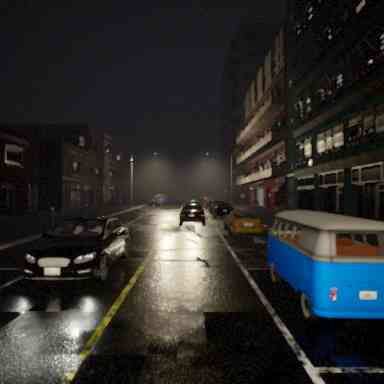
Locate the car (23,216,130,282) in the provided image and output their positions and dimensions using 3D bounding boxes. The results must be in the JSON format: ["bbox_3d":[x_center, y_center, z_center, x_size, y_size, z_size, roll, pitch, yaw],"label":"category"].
[{"bbox_3d":[-3.087,1.498,9.817,2.128,1.511,4.902,0,0,0],"label":"car"}]

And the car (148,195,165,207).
[{"bbox_3d":[-5.673,1.566,51.553,1.947,1.339,4.313,1,0,0],"label":"car"}]

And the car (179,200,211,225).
[{"bbox_3d":[0.043,1.556,23.925,2.033,1.411,5.357,0,0,1],"label":"car"}]

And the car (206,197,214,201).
[{"bbox_3d":[2.705,1.573,34.851,1.947,1.339,4.313,1,0,0],"label":"car"}]

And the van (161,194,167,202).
[{"bbox_3d":[-5.668,1.338,57.133,1.690,1.788,3.998,1,0,0],"label":"van"}]

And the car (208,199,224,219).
[{"bbox_3d":[2.705,1.574,29.270,1.947,1.339,4.313,1,0,0],"label":"car"}]

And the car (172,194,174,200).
[{"bbox_3d":[-5.670,1.523,79.454,1.887,1.381,4.507,1,0,0],"label":"car"}]

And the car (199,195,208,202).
[{"bbox_3d":[2.711,1.529,79.495,2.008,1.369,4.403,1,0,0],"label":"car"}]

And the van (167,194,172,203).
[{"bbox_3d":[-5.667,1.331,68.293,1.690,1.788,3.998,1,0,0],"label":"van"}]

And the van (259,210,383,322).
[{"bbox_3d":[2.705,1.345,6.948,1.690,1.788,3.998,1,0,0],"label":"van"}]

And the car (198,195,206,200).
[{"bbox_3d":[2.711,1.546,90.657,1.802,1.307,4.206,1,0,0],"label":"car"}]

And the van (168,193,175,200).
[{"bbox_3d":[-5.664,1.306,90.615,1.690,1.788,3.998,1,0,0],"label":"van"}]

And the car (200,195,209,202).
[{"bbox_3d":[2.712,1.424,73.915,1.967,1.590,4.097,1,0,0],"label":"car"}]

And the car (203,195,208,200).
[{"bbox_3d":[2.707,1.547,46.013,1.887,1.381,4.507,1,0,0],"label":"car"}]

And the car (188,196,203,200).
[{"bbox_3d":[0.096,1.551,43.582,2.033,1.411,5.357,0,0,0],"label":"car"}]

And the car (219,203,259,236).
[{"bbox_3d":[2.704,1.533,18.278,1.752,1.417,4.829,1,0,0],"label":"car"}]
